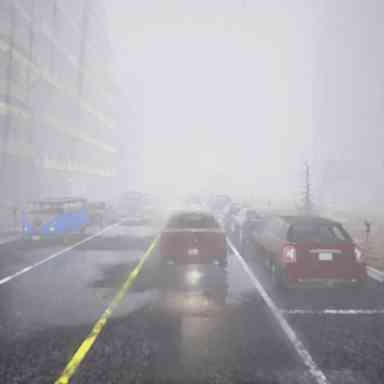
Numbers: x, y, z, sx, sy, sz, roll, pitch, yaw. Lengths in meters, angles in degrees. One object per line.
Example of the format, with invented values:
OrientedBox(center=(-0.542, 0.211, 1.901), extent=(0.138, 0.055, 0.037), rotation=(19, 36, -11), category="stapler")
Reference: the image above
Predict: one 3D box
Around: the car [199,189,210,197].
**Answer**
OrientedBox(center=(2.770, 0.173, 74.932), extent=(2.192, 1.841, 5.009), rotation=(0, 1, 0), category="car")

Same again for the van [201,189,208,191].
OrientedBox(center=(2.747, 0.523, 52.843), extent=(1.690, 1.788, 3.998), rotation=(0, 1, 0), category="van")

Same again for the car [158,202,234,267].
OrientedBox(center=(0.029, 1.305, 10.781), extent=(1.882, 1.535, 5.008), rotation=(0, 1, 0), category="car")

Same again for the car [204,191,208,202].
OrientedBox(center=(2.736, 0.912, 41.802), extent=(1.947, 1.339, 4.313), rotation=(0, 1, 0), category="car")

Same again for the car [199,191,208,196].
OrientedBox(center=(2.775, 0.345, 80.457), extent=(1.947, 1.339, 4.313), rotation=(0, 1, 0), category="car")

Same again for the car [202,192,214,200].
OrientedBox(center=(2.753, 0.651, 58.368), extent=(2.008, 1.369, 4.403), rotation=(0, 1, 0), category="car")

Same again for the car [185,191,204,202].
OrientedBox(center=(0.142, 0.897, 41.592), extent=(2.033, 1.411, 5.357), rotation=(0, 1, 0), category="car")

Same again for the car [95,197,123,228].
OrientedBox(center=(-5.667, 1.231, 19.722), extent=(1.887, 1.381, 4.507), rotation=(0, 1, 0), category="car")

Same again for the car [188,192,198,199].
OrientedBox(center=(0.166, 0.607, 64.820), extent=(1.895, 1.301, 4.718), rotation=(0, 1, 0), category="car")

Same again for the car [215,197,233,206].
OrientedBox(center=(2.714, 1.238, 19.714), extent=(2.008, 1.369, 4.403), rotation=(0, 1, 0), category="car")

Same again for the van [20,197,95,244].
OrientedBox(center=(-5.672, 1.115, 14.197), extent=(1.690, 1.788, 3.998), rotation=(0, 1, 0), category="van")

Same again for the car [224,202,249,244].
OrientedBox(center=(2.708, 1.325, 14.191), extent=(2.008, 1.369, 4.403), rotation=(0, 1, 0), category="car")

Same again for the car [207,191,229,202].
OrientedBox(center=(2.725, 0.955, 30.755), extent=(1.967, 1.590, 4.097), rotation=(0, 1, 0), category="car")

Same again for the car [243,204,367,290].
OrientedBox(center=(2.703, 1.301, 8.666), extent=(1.967, 1.590, 4.097), rotation=(0, 1, 0), category="car")

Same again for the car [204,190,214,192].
OrientedBox(center=(2.741, 0.808, 47.324), extent=(1.887, 1.381, 4.507), rotation=(0, 1, 0), category="car")

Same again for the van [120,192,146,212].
OrientedBox(center=(-5.656, 0.856, 30.763), extent=(1.690, 1.788, 3.998), rotation=(0, 1, 0), category="van")

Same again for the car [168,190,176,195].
OrientedBox(center=(-5.595, 0.188, 91.511), extent=(1.947, 1.339, 4.313), rotation=(0, 1, 0), category="car")

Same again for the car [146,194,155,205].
OrientedBox(center=(-5.645, 0.897, 41.810), extent=(2.008, 1.369, 4.403), rotation=(0, 1, 0), category="car")

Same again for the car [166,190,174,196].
OrientedBox(center=(-5.601, 0.227, 85.818), extent=(1.752, 1.417, 4.829), rotation=(0, 1, 0), category="car")

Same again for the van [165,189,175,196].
OrientedBox(center=(-5.606, 0.119, 80.463), extent=(1.690, 1.788, 3.998), rotation=(0, 1, 0), category="van")
